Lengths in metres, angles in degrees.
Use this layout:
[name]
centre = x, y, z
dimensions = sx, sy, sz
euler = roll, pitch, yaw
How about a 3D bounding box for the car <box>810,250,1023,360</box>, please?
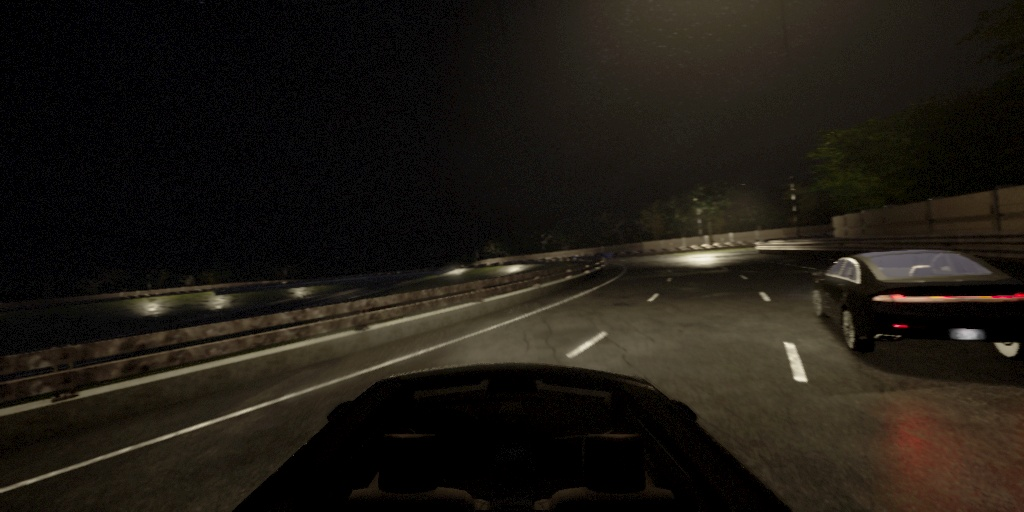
[car]
centre = 6.871, 0.650, 6.445
dimensions = 2.128, 1.511, 4.902
euler = -5, 0, 33
